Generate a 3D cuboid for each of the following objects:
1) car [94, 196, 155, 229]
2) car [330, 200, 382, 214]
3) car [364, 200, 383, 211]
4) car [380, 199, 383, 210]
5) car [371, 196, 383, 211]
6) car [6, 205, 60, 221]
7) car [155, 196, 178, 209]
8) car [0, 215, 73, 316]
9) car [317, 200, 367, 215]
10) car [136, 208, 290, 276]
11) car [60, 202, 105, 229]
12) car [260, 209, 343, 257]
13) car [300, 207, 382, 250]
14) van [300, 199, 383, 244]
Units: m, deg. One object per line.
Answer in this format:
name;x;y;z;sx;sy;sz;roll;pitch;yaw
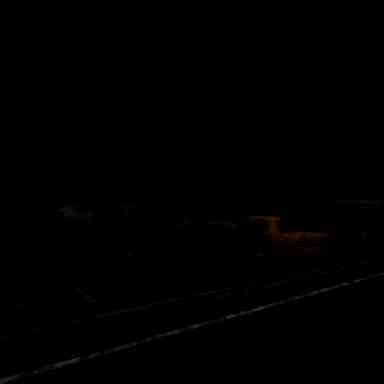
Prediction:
car;-5.148;1.278;22.836;2.435;2.045;5.566;1;0;-36
car;19.875;1.775;40.551;1.946;1.575;5.366;1;0;-36
car;26.556;1.876;45.524;2.163;1.488;4.792;1;0;-36
car;30.946;1.888;48.929;1.946;1.575;5.366;1;0;-36
car;28.781;1.617;47.187;2.435;2.045;5.566;1;0;-36
car;-9.692;1.490;19.613;2.097;1.535;5.008;0;0;-36
car;-2.984;1.300;24.385;2.435;2.045;5.566;1;0;-36
car;-4.194;1.501;7.435;2.163;1.488;4.792;0;0;-36
car;17.506;1.757;39.090;2.231;1.521;4.892;1;0;-36
car;0.353;1.508;10.718;2.097;1.535;5.008;1;0;-36
car;-7.530;1.547;21.164;2.002;1.452;4.674;0;0;-36
car;2.519;1.527;12.503;1.946;1.575;5.366;1;0;-36
car;4.889;1.582;14.007;2.163;1.488;4.792;1;0;-36
van;7.256;1.349;15.520;1.878;1.987;4.442;1;0;-36
